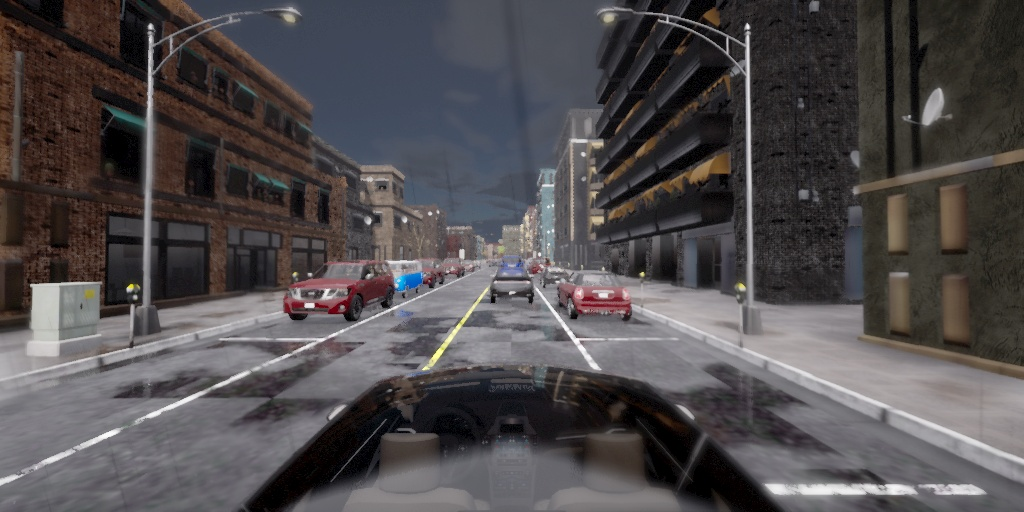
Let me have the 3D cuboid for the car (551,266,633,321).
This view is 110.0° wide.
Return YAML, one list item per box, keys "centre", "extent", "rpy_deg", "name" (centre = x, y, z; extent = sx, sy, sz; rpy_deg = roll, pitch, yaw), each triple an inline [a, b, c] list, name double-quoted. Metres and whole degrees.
- centre: [2.692, 1.190, 12.561]
  extent: [1.967, 1.591, 4.097]
  rpy_deg: [0, 0, 0]
  name: "car"

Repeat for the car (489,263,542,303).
- centre: [0.000, 1.248, 16.503]
  extent: [2.128, 1.511, 4.902]
  rpy_deg: [0, 0, 0]
  name: "car"

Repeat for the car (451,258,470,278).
- centre: [-5.689, 1.071, 34.196]
  extent: [2.192, 1.841, 5.009]
  rpy_deg: [0, 0, 0]
  name: "car"

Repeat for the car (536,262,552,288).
- centre: [2.692, 1.304, 23.375]
  extent: [2.007, 1.370, 4.403]
  rpy_deg: [0, 0, 0]
  name: "car"

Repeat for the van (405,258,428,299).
- centre: [-5.689, 1.093, 17.975]
  extent: [1.690, 1.789, 3.998]
  rpy_deg: [0, 0, 0]
  name: "van"

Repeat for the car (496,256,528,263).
- centre: [0.000, 1.014, 31.536]
  extent: [2.150, 2.045, 5.566]
  rpy_deg: [0, 0, 0]
  name: "car"

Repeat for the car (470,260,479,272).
- centre: [-5.689, 1.198, 45.011]
  extent: [1.967, 1.591, 4.097]
  rpy_deg: [0, 0, 0]
  name: "car"

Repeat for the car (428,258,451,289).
- centre: [-5.689, 1.068, 23.382]
  extent: [2.192, 1.841, 5.009]
  rpy_deg: [0, 0, 0]
  name: "car"

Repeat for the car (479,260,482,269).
- centre: [-5.690, 1.311, 55.825]
  extent: [2.007, 1.370, 4.403]
  rpy_deg: [0, 0, 0]
  name: "car"

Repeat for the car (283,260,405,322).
- centre: [-5.689, 1.065, 12.568]
  extent: [2.192, 1.841, 5.009]
  rpy_deg: [0, 0, 0]
  name: "car"

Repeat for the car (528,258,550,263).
- centre: [2.691, 1.071, 34.189]
  extent: [2.192, 1.841, 5.009]
  rpy_deg: [0, 0, 0]
  name: "car"

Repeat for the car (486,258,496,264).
- centre: [-3.000, 1.363, 63.509]
  extent: [1.994, 1.385, 4.181]
  rpy_deg: [0, 0, 0]
  name: "car"
